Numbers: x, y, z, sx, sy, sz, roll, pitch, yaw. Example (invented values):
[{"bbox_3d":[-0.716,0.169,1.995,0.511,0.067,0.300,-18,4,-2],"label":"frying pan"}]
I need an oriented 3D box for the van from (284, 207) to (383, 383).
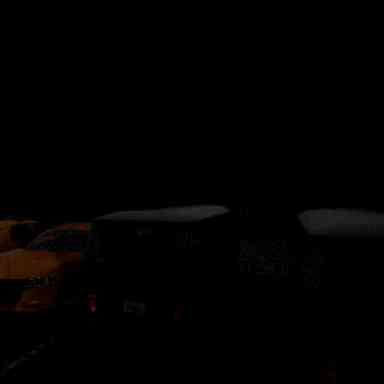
[{"bbox_3d":[2.277,1.253,4.668,1.878,1.987,4.442,0,-1,15],"label":"van"}]

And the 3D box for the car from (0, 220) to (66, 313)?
[{"bbox_3d":[-2.665,1.480,7.981,2.097,1.535,5.008,1,0,15],"label":"car"}]

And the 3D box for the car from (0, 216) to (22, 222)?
[{"bbox_3d":[-5.086,1.472,9.872,1.946,1.575,5.366,0,0,15],"label":"car"}]

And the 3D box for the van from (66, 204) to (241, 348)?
[{"bbox_3d":[-0.186,1.254,6.383,1.878,1.987,4.442,0,-1,15],"label":"van"}]
